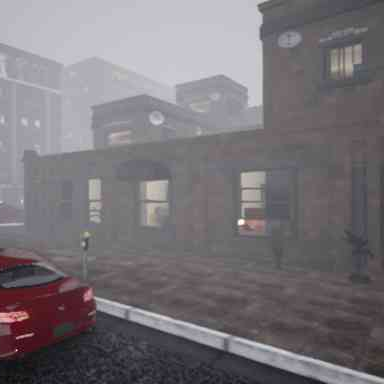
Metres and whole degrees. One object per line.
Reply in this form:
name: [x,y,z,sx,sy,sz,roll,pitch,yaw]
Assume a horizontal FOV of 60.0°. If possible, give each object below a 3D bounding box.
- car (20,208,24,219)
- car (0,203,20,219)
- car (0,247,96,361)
car: [-13.059,1.860,30.936,2.008,1.369,4.403,-2,-2,35]
car: [-16.985,1.755,29.995,1.882,1.535,5.008,-1,-1,35]
car: [-3.309,1.577,5.403,4.206,1.307,1.802,0,0,36]
